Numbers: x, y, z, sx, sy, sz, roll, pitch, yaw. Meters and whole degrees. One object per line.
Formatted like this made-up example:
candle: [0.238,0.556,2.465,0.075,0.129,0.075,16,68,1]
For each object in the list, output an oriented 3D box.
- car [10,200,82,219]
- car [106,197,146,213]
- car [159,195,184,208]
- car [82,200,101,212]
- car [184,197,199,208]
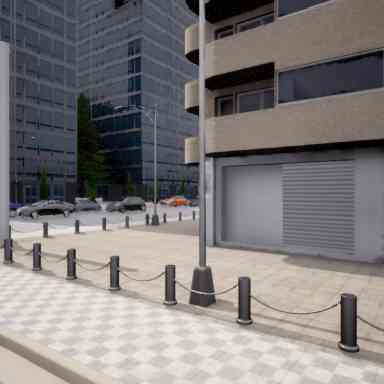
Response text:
car: [-12.415,1.436,28.422,2.128,1.511,4.902,0,0,36]
car: [-7.073,1.297,35.824,2.097,1.767,4.553,0,0,36]
car: [-2.640,1.297,47.924,2.097,1.767,4.553,0,0,36]
car: [-11.739,1.508,35.332,1.994,1.385,4.181,0,0,36]
car: [1.380,1.449,47.506,1.837,1.490,4.892,0,0,36]
